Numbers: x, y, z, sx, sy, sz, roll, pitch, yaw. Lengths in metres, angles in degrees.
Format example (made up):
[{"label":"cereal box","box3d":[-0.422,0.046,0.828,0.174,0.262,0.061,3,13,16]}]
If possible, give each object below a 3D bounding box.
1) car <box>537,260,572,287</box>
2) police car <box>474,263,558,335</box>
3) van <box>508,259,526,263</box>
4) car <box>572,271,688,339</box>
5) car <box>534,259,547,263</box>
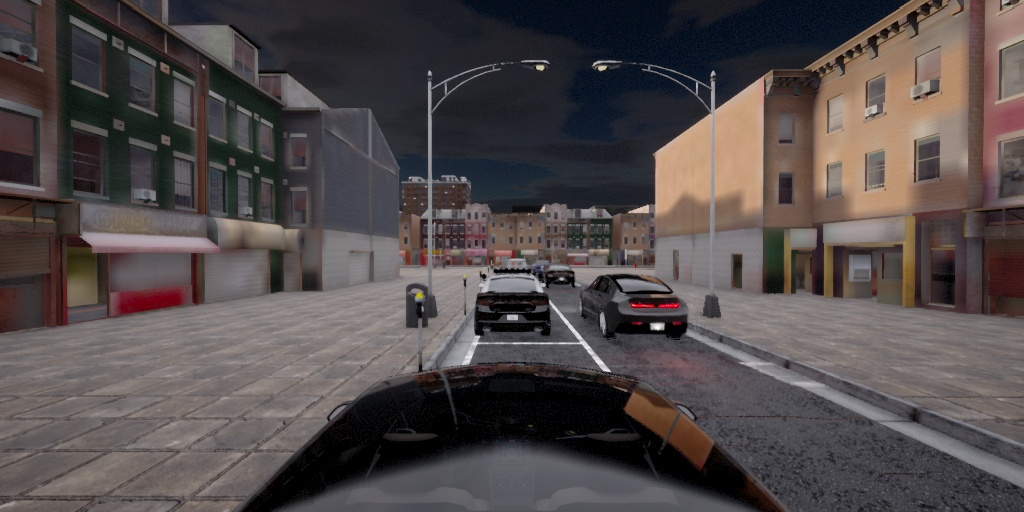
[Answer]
[{"label":"car","box3d":[3.020,1.230,24.224,1.882,1.535,5.008,0,0,0]},{"label":"police car","box3d":[0.012,1.174,10.611,1.930,1.638,5.238,0,0,0]},{"label":"van","box3d":[0.382,1.095,27.349,1.690,1.789,3.998,0,0,0]},{"label":"car","box3d":[3.119,1.254,10.091,1.837,1.490,4.892,0,0,0]},{"label":"car","box3d":[3.117,1.113,38.543,2.097,1.767,4.553,0,0,0]}]
